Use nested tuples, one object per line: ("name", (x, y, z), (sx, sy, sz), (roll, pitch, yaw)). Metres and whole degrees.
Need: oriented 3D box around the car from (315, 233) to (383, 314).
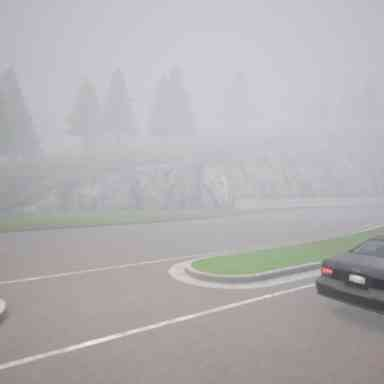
("car", (4.938, 1.537, 7.056), (5.357, 1.411, 2.033), (0, 0, -33))
